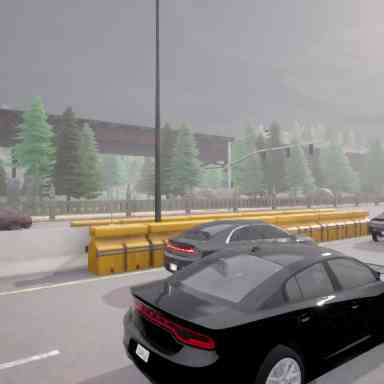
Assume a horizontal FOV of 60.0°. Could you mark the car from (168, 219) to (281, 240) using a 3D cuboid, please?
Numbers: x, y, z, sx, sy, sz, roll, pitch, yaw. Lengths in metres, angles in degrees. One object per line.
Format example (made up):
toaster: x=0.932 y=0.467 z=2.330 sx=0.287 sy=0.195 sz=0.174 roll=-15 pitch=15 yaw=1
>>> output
car: x=1.542 y=1.505 z=9.147 sx=4.892 sy=1.490 sz=1.837 roll=0 pitch=0 yaw=-35

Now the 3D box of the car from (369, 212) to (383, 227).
car: x=9.950 y=1.491 z=15.145 sx=4.902 sy=1.511 sz=2.128 roll=0 pitch=0 yaw=-36

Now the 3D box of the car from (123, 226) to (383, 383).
car: x=1.512 y=1.478 z=4.823 sx=5.008 sy=1.535 sz=1.882 roll=0 pitch=0 yaw=-36
